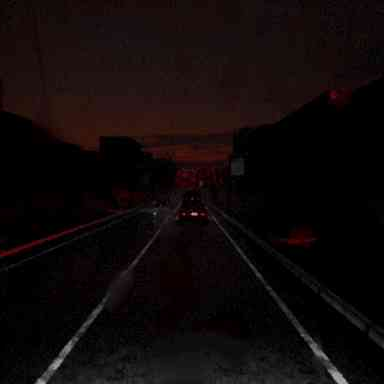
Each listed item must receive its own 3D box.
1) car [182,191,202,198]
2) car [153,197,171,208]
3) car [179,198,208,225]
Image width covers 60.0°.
[{"bbox_3d":[0.006,0.889,40.428,2.150,2.045,5.566,0,1,0],"label":"car"},{"bbox_3d":[-3.582,1.266,40.541,1.895,1.301,4.718,0,0,0],"label":"car"},{"bbox_3d":[0.075,1.354,22.477,2.033,1.411,5.357,0,1,0],"label":"car"}]
